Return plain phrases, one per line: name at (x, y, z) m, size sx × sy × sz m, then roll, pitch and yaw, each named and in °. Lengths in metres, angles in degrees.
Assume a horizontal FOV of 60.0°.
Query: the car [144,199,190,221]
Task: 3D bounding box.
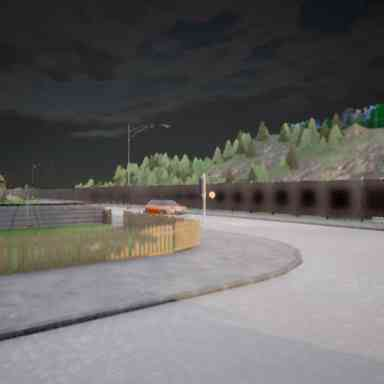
car at (-2.123, 1.356, 27.352) m, size 2.097 × 1.767 × 4.553 m, roll 0°, pitch 0°, yaw -35°
